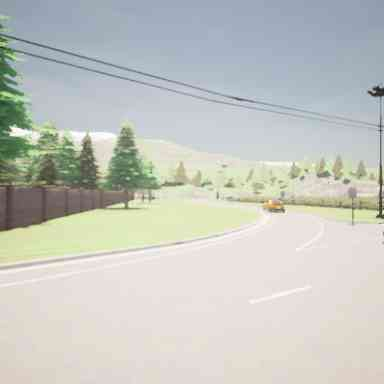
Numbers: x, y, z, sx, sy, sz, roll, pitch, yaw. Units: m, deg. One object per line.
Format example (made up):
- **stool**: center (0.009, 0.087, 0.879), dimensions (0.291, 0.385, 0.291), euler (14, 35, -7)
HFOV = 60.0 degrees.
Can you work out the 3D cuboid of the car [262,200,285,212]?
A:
- **car**: center (10.478, 1.748, 43.027), dimensions (1.882, 1.535, 5.008), euler (1, 0, -1)
